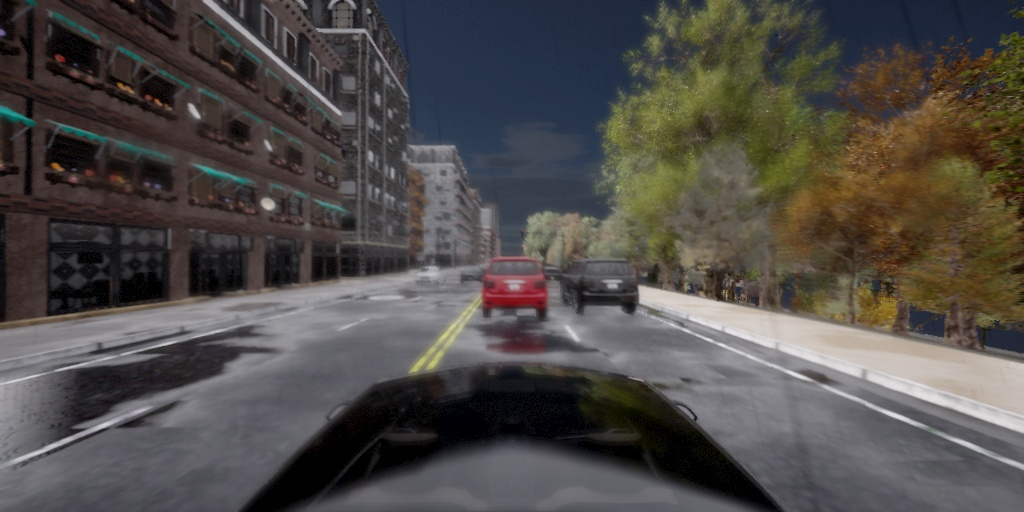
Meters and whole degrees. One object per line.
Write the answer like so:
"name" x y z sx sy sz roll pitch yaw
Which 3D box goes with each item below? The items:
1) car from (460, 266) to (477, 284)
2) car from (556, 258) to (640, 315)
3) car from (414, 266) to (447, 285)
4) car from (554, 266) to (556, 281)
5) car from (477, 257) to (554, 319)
"car" -3.354 1.586 31.182 1.837 1.490 4.892 0 -1 0
"car" 3.341 1.116 14.524 2.150 2.045 5.566 0 0 0
"car" -6.605 1.586 29.523 1.812 1.442 4.674 0 -1 0
"car" 3.337 1.590 31.655 1.837 1.490 4.892 0 -1 0
"car" 0.089 1.098 13.527 2.150 2.045 5.566 0 -1 0
